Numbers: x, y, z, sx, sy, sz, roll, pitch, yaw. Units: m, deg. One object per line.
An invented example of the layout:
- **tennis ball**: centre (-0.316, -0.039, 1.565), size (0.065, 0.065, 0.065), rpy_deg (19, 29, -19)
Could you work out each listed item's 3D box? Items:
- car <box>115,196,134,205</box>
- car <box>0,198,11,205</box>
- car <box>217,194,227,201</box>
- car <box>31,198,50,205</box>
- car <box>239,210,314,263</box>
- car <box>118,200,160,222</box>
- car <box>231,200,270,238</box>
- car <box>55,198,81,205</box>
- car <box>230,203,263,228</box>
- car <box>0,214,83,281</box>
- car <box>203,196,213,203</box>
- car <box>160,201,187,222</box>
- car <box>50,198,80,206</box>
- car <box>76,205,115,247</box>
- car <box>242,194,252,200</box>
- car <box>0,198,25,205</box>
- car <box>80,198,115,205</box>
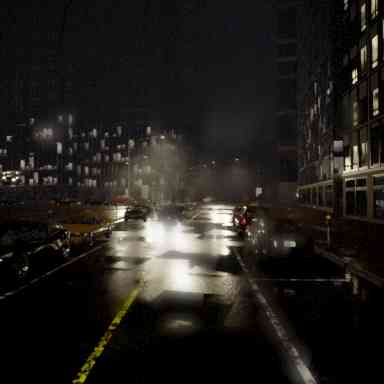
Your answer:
- **car**: centre (-13.160, 1.571, 61.446), size (5.009, 1.841, 2.192), rpy_deg (0, -1, 15)
- **car**: centre (-40.134, 1.985, 68.848), size (4.403, 1.369, 2.008), rpy_deg (0, -1, 15)
- **car**: centre (8.153, 1.525, 89.883), size (2.192, 1.841, 5.009), rpy_deg (1, 0, 16)
- **car**: centre (-29.508, 1.890, 65.931), size (4.829, 1.417, 1.752), rpy_deg (0, -1, 15)
- **car**: centre (2.980, 1.570, 11.890), size (1.947, 1.339, 4.313), rpy_deg (1, 0, 2)
- **car**: centre (-4.118, 1.576, 26.383), size (2.008, 1.369, 4.403), rpy_deg (1, 0, 5)
- **car**: centre (3.273, 1.448, 17.570), size (1.967, 1.590, 4.097), rpy_deg (1, 0, 4)
- **car**: centre (-23.950, 1.879, 64.404), size (4.403, 1.369, 2.008), rpy_deg (0, -1, 15)
- **car**: centre (3.662, 1.555, 23.200), size (1.887, 1.381, 4.507), rpy_deg (1, 0, 5)
- **car**: centre (-5.118, 1.574, 9.960), size (1.947, 1.339, 4.313), rpy_deg (1, 0, 2)
- **car**: centre (3.591, 1.671, 73.794), size (1.752, 1.417, 4.829), rpy_deg (1, 0, 14)
- **car**: centre (-1.525, 1.623, 26.781), size (1.895, 1.301, 4.718), rpy_deg (0, 0, 5)
- **car**: centre (-20.632, 1.692, 55.322), size (4.403, 1.369, 2.008), rpy_deg (0, -1, 15)
- **car**: centre (-4.886, 1.539, 15.284), size (1.752, 1.417, 4.829), rpy_deg (1, 0, 3)
- **car**: centre (12.592, 1.436, 76.034), size (2.192, 1.841, 5.009), rpy_deg (1, 0, 15)
- **car**: centre (-31.417, 1.764, 58.284), size (4.403, 1.369, 2.008), rpy_deg (0, -1, 15)
- **car**: centre (-15.240, 1.672, 53.842), size (4.313, 1.339, 1.947), rpy_deg (0, -1, 15)
